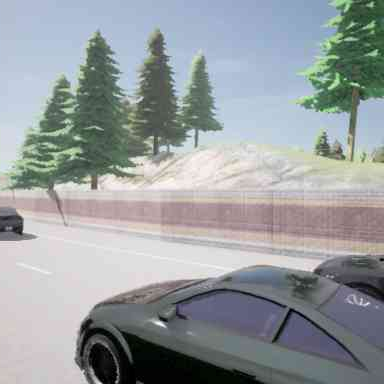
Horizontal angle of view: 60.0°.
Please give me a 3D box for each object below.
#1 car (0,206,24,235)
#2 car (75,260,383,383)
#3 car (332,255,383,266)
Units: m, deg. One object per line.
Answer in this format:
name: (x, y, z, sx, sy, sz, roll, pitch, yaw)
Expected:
car: (-10.514, 1.495, 17.583, 4.892, 1.490, 1.837, 0, 0, 44)
car: (0.610, 1.562, 3.684, 4.181, 1.385, 1.994, 0, 0, 36)
car: (4.441, 1.507, 5.221, 4.892, 1.490, 1.837, 1, 1, 35)
